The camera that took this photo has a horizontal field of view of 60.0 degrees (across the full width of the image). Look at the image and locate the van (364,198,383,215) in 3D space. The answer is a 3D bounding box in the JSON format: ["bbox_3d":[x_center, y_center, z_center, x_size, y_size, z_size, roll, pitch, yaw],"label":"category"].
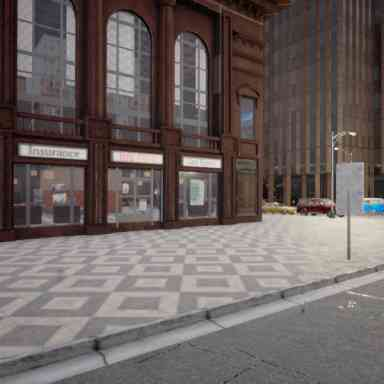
[{"bbox_3d":[19.611,1.588,37.575,1.690,1.788,3.998,-1,0,-35],"label":"van"}]

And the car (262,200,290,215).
[{"bbox_3d":[9.508,1.798,37.109,1.752,1.417,4.829,0,0,-35],"label":"car"}]

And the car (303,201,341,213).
[{"bbox_3d":[16.372,1.897,42.170,1.802,1.307,4.206,-1,0,-35],"label":"car"}]

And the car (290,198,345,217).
[{"bbox_3d":[12.650,1.522,32.654,2.192,1.841,5.009,0,0,-35],"label":"car"}]

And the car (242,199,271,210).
[{"bbox_3d":[9.886,1.891,51.361,1.967,1.590,4.097,-1,0,-35],"label":"car"}]
